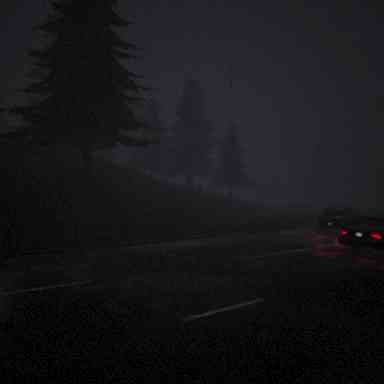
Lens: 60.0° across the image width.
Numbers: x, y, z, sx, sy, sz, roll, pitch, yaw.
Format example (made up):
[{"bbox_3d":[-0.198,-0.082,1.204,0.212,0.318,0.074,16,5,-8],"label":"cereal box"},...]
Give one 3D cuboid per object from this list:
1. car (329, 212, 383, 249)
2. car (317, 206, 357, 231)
[{"bbox_3d":[8.332,1.684,13.989,5.357,1.411,2.033,1,0,-35],"label":"car"},{"bbox_3d":[9.550,1.675,21.216,2.128,1.511,4.902,0,0,40],"label":"car"}]
